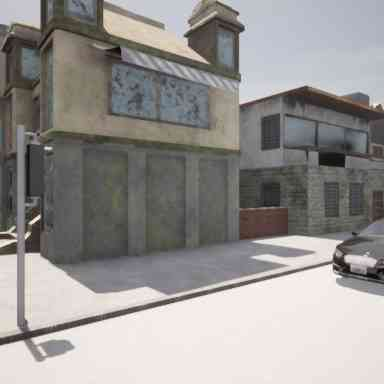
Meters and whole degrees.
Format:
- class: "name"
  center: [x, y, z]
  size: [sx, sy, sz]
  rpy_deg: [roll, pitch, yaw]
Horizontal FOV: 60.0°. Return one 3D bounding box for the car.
- class: "car"
  center: [5.714, 1.491, 9.025]
  size: [4.902, 1.511, 2.128]
  rpy_deg: [0, 0, -37]
